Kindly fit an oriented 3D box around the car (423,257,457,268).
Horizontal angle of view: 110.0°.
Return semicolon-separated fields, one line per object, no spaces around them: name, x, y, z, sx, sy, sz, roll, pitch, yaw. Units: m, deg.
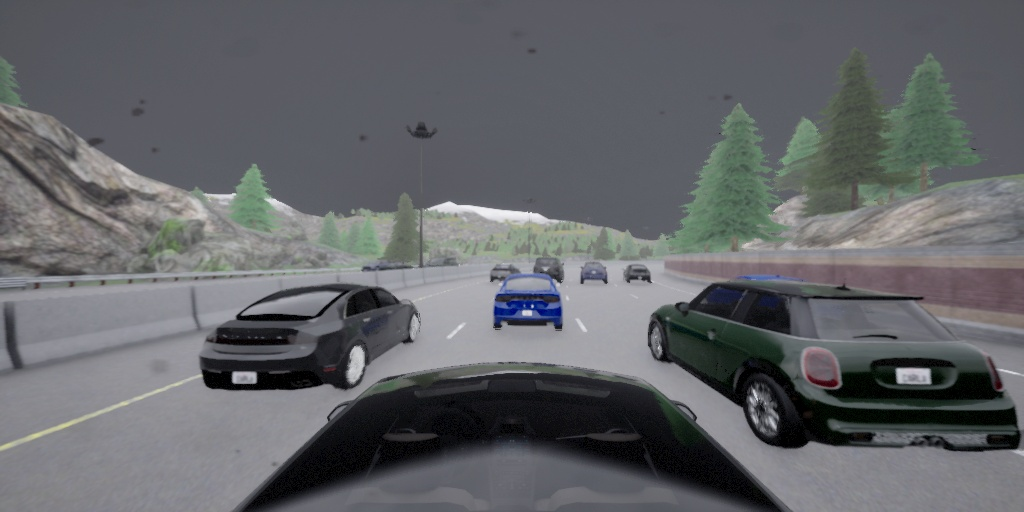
car;-8.349;1.145;42.409;2.150;2.045;5.566;0;0;16

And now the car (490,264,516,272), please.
car;-0.469;1.382;29.454;2.128;1.511;4.902;0;0;11

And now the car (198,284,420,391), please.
car;-3.211;1.267;6.847;1.837;1.490;4.892;0;0;2

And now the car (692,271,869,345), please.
car;7.527;1.308;10.893;1.882;1.535;5.008;0;0;4

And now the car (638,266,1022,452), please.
car;3.752;1.137;5.427;2.097;1.767;4.553;0;0;1

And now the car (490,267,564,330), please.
car;0.549;1.280;11.372;1.882;1.535;5.008;0;0;4

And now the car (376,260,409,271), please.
car;-14.705;1.513;45.608;1.895;1.301;4.718;0;0;17

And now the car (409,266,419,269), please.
car;-10.737;1.483;46.668;2.033;1.411;5.357;0;0;17

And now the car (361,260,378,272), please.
car;-17.747;1.260;47.505;2.097;1.767;4.553;0;0;17

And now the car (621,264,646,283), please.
car;10.343;1.445;29.890;1.837;1.490;4.892;0;0;12

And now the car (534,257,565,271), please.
car;3.017;1.126;29.178;2.150;2.045;5.566;0;0;12

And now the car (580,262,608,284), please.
car;6.744;1.276;29.712;2.097;1.767;4.553;0;0;12
